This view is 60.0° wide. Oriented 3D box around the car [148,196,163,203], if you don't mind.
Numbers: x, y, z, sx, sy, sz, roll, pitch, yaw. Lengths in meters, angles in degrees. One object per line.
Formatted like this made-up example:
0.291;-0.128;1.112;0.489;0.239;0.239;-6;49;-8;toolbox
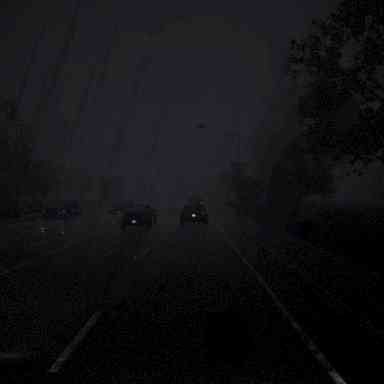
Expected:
-7.503;1.546;69.234;2.033;1.411;5.357;0;0;10;car

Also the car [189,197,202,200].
0.473;1.370;41.922;2.097;1.767;4.553;0;0;2;car

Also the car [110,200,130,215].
-6.967;1.562;34.391;2.033;1.411;5.357;0;0;1;car

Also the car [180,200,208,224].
0.125;1.574;24.728;1.994;1.385;4.181;0;0;0;car

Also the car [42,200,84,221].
-10.543;1.489;27.524;1.882;1.535;5.008;0;0;1;car

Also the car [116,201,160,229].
-3.385;1.535;21.738;1.812;1.442;4.674;0;0;0;car
